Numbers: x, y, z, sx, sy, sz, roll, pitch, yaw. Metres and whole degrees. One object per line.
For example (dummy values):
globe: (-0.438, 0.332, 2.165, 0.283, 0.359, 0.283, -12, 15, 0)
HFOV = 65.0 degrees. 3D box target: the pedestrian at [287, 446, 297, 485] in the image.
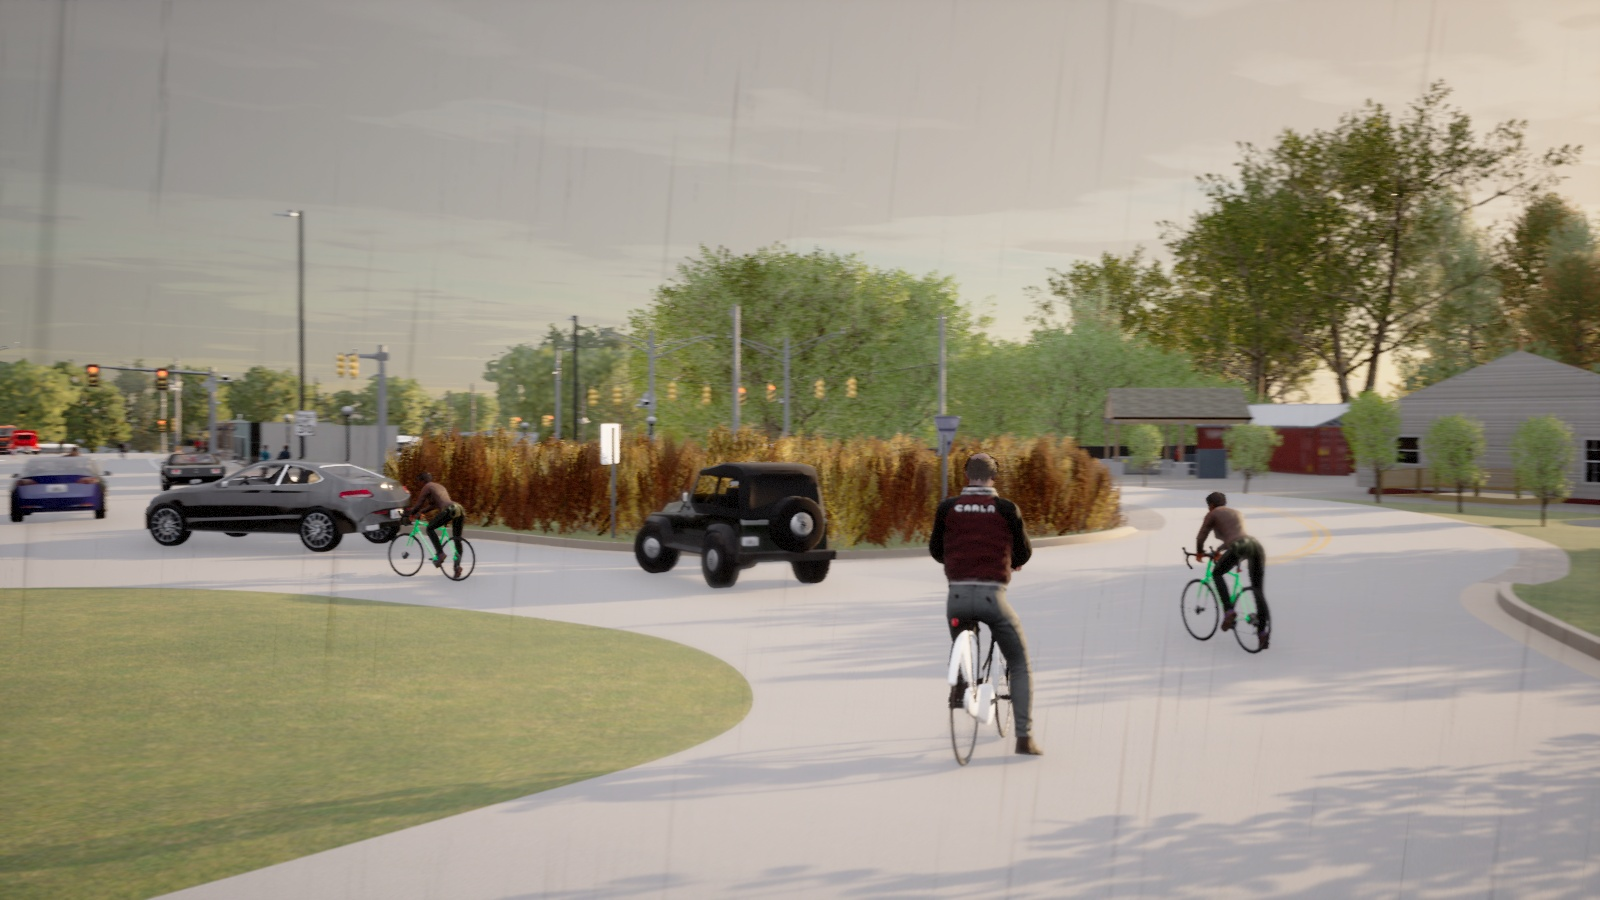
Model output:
pedestrian: (-24.217, 0.734, 59.894, 0.370, 1.835, 0.726, 0, 1, -16)

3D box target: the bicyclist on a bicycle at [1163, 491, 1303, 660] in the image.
bicyclist on a bicycle: (4.456, 1.244, 13.042, 0.582, 1.620, 1.656, 0, -1, -13)

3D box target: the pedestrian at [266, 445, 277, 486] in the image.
pedestrian: (-25.253, 0.728, 59.988, 0.396, 1.930, 0.692, -1, 1, -19)

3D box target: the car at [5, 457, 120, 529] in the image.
car: (-17.893, 0.974, 30.674, 2.163, 1.488, 4.792, -2, 1, -28)

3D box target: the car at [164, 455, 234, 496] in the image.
car: (-20.908, 0.837, 43.605, 1.895, 1.301, 4.718, -1, 1, -29)

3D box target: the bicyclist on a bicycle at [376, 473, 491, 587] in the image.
bicyclist on a bicycle: (-5.541, 1.183, 18.979, 1.656, 1.620, 0.582, 1, 0, 24)

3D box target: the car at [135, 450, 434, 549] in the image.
car: (-9.838, 0.879, 24.068, 5.027, 1.651, 2.152, 1, 2, 16)

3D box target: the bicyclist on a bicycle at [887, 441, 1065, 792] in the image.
bicyclist on a bicycle: (1.090, 0.907, 7.370, 0.659, 1.776, 1.843, -1, -4, 20)

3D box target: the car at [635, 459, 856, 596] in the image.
car: (-0.973, 1.118, 19.983, 1.905, 1.878, 3.866, 0, 0, -30)
